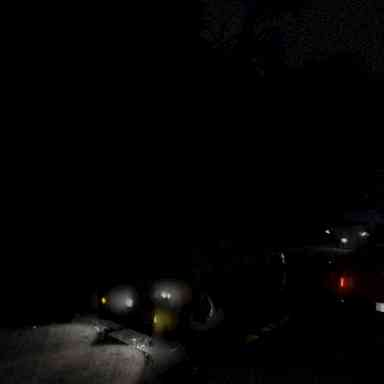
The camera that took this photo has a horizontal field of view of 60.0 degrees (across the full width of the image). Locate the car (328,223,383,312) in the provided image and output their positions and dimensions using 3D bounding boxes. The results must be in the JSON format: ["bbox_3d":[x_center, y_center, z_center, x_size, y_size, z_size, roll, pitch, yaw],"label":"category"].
[{"bbox_3d":[4.621,1.596,7.070,1.895,1.301,4.718,-1,-1,41],"label":"car"}]

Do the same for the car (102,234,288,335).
[{"bbox_3d":[0.285,1.605,6.901,1.994,1.385,4.181,-1,-1,43],"label":"car"}]

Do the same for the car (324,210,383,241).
[{"bbox_3d":[7.953,1.574,15.540,2.033,1.411,5.357,-1,-1,41],"label":"car"}]
